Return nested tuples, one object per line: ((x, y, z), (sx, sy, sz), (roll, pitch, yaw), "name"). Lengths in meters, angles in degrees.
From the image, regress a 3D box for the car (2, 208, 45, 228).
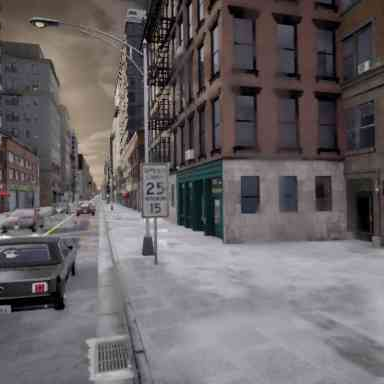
((-10.790, 1.796, 21.528), (1.812, 1.442, 4.674), (-1, 0, -15), "car")

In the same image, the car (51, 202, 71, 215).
((-15.990, 1.980, 40.720), (2.128, 1.511, 4.902), (-1, 0, -15), "car")

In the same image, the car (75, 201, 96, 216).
((-11.852, 1.909, 37.194), (1.812, 1.442, 4.674), (-1, 0, -15), "car")

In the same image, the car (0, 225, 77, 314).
((-3.736, 1.677, 7.621), (1.895, 1.301, 4.718), (-1, 0, -15), "car")

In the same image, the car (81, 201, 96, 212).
((-14.629, 2.032, 47.095), (1.812, 1.442, 4.674), (-1, -1, -15), "car")
